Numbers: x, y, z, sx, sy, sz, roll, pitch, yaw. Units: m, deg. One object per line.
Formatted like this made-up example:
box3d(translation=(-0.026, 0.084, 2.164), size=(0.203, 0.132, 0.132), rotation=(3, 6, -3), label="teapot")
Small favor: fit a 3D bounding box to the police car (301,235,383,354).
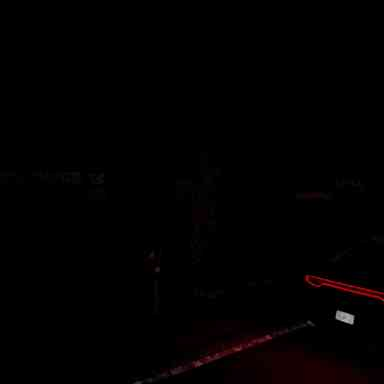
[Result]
box3d(translation=(4.104, 1.421, 5.806), size=(5.238, 1.638, 1.930), rotation=(0, 0, -35), label="police car")
